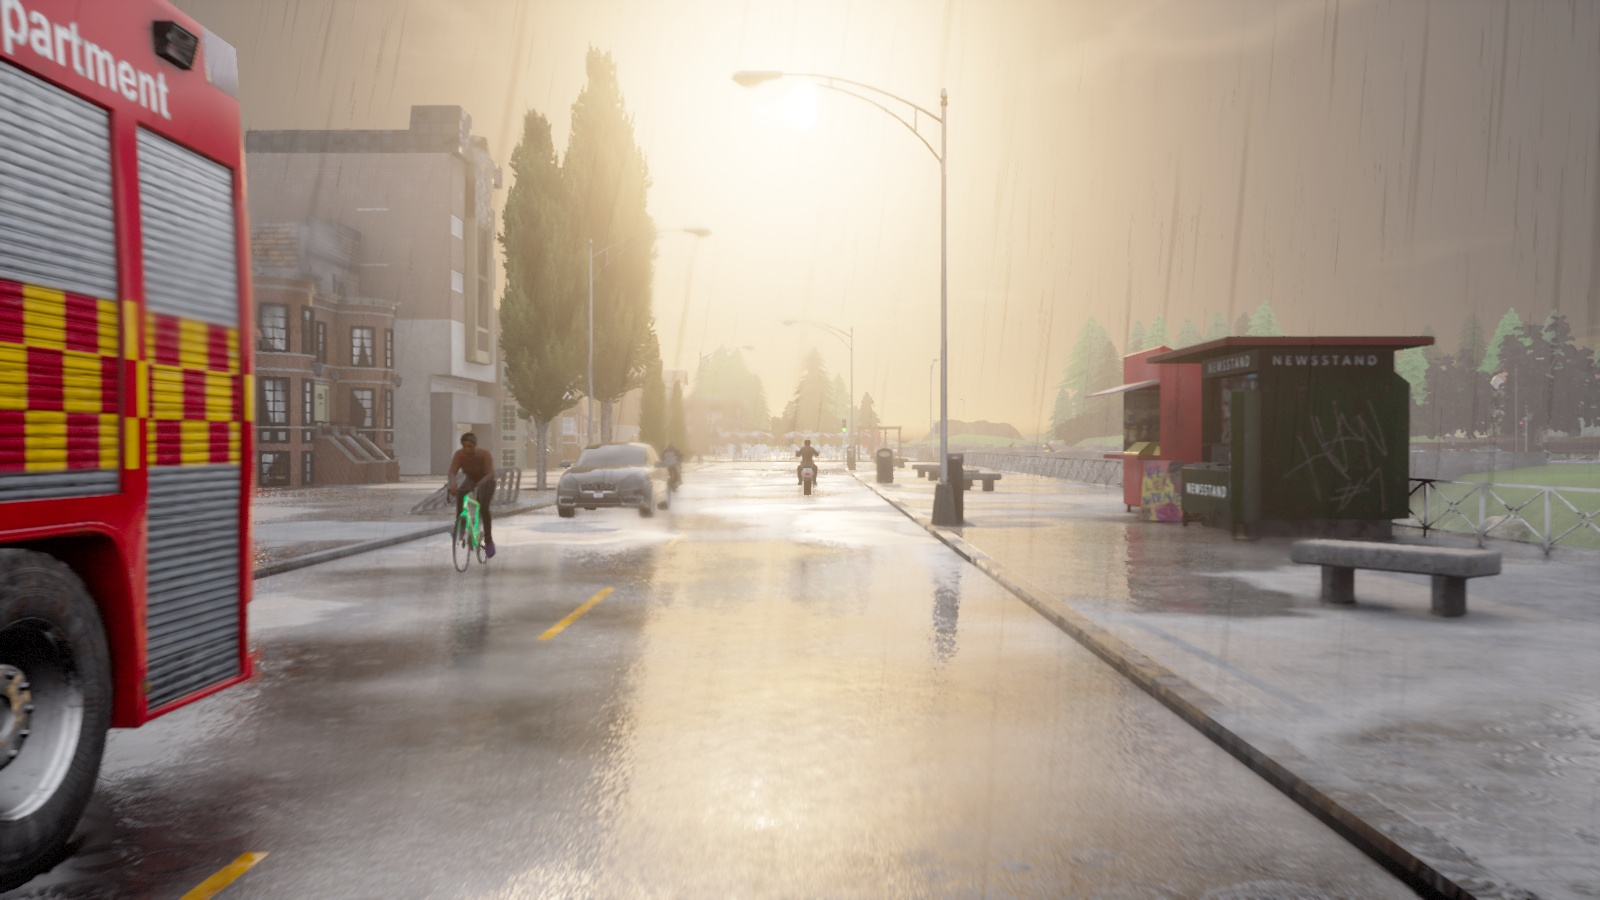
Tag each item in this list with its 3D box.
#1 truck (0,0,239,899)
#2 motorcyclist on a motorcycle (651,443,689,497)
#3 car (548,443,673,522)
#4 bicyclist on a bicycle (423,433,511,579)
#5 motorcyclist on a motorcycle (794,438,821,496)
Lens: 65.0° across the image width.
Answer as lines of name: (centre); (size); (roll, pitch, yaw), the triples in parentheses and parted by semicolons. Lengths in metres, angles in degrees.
truck: (-3.977, -0.429, 1.385); (2.891, 3.827, 8.468); (0, 0, 0)
motorcyclist on a motorcycle: (-3.783, 0.572, 36.693); (0.866, 1.530, 2.191); (0, 0, 0)
car: (-3.839, 0.600, 26.265); (1.837, 1.490, 4.892); (0, 0, 0)
bicyclist on a bicycle: (-3.901, 0.613, 14.804); (0.582, 1.620, 1.656); (0, 1, 0)
motorcyclist on a motorcycle: (0.219, 0.489, 36.841); (0.766, 1.649, 2.350); (0, 0, 0)
